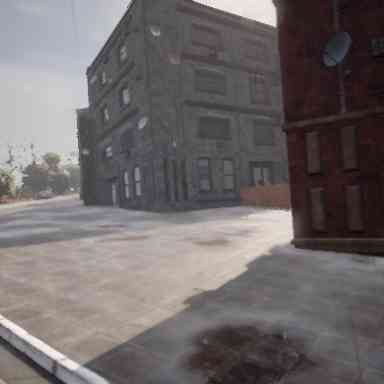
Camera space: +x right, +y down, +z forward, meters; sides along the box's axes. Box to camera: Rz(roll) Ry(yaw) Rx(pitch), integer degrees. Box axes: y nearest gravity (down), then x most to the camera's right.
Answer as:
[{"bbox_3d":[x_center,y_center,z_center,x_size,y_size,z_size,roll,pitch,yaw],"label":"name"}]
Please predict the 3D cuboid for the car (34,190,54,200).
[{"bbox_3d":[-28.630,0.529,64.318,2.097,1.767,4.553,-4,3,0],"label":"car"}]
